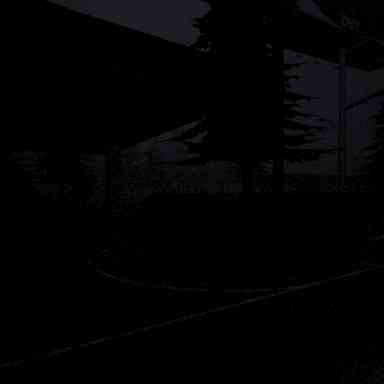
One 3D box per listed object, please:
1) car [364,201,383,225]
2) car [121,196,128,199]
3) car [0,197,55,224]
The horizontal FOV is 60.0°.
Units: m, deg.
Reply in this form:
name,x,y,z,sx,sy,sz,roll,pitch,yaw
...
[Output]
name,x,y,z,sx,sy,sz,roll,pitch,yaw
car,11.450,1.317,21.334,2.128,1.511,4.902,0,1,-36
car,-16.640,1.525,74.835,4.902,1.511,2.128,0,0,-35
car,-11.894,1.313,23.518,3.866,1.878,1.905,0,0,-36
